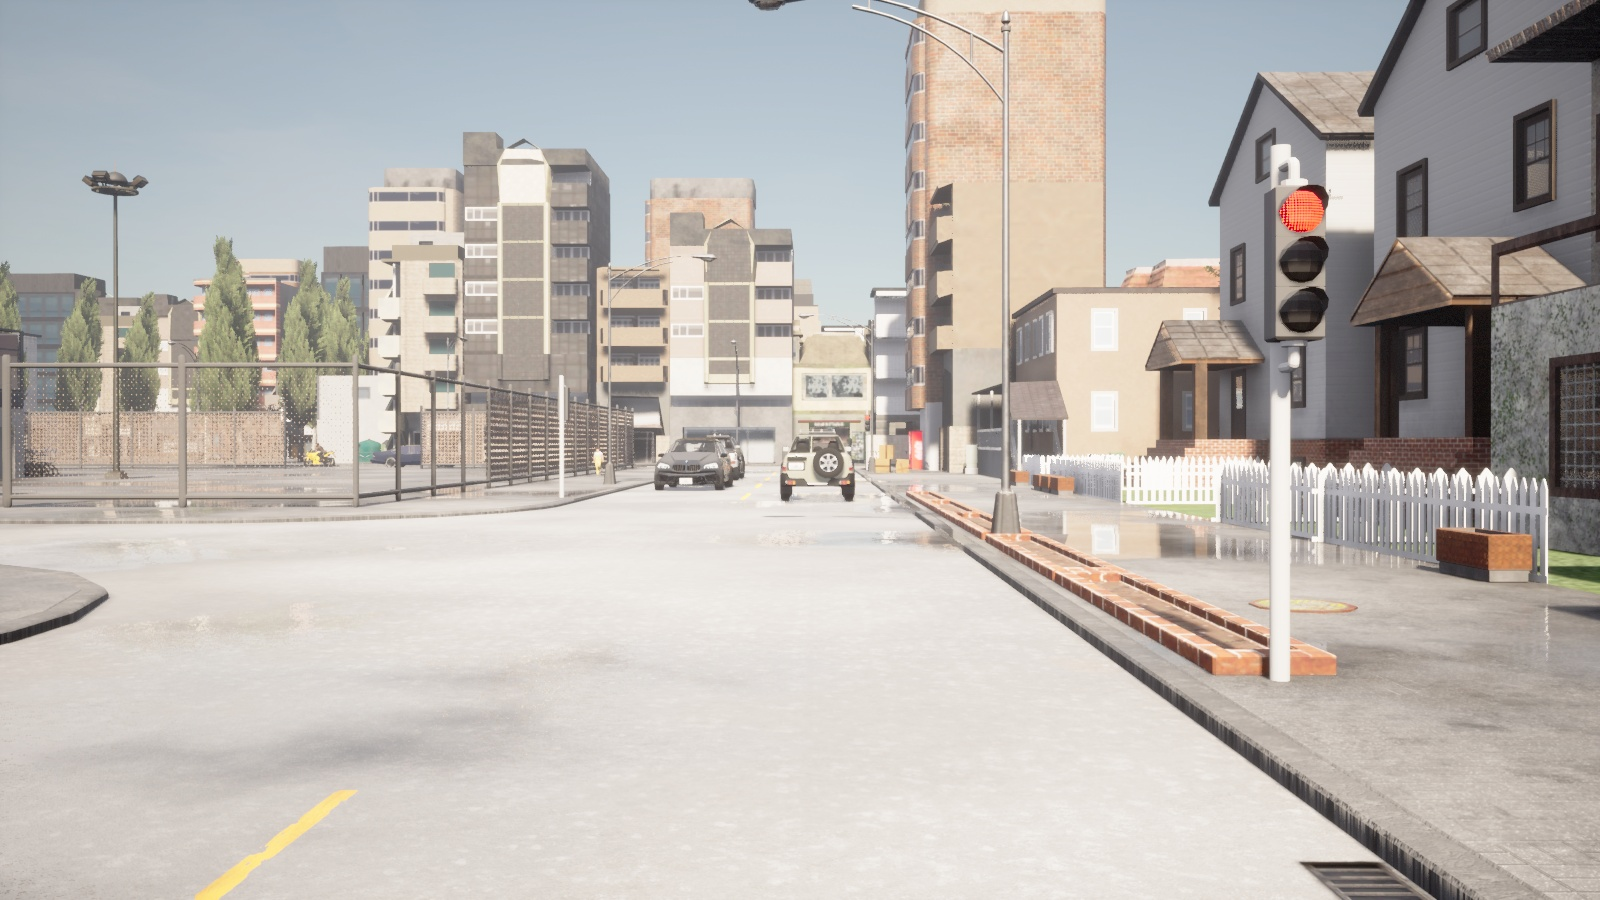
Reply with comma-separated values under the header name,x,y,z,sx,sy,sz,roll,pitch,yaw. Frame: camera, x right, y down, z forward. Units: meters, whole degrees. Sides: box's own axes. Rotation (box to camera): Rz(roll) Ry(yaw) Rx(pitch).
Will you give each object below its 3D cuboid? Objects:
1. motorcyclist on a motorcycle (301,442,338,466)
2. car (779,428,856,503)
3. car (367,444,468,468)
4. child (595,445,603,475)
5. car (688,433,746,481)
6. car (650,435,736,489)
name,x,y,z,sx,sy,sz,roll,pitch,yaw
motorcyclist on a motorcycle,-30.227,0.258,78.965,2.044,1.523,0.797,0,0,1
car,0.458,0.374,33.617,1.932,1.855,4.605,0,0,1
car,-22.766,0.353,74.878,5.357,1.411,2.033,0,0,1
child,-8.602,0.426,53.725,0.270,1.263,0.437,0,0,5
car,-3.313,0.273,50.980,1.932,1.855,4.605,0,0,2
car,-3.419,0.357,41.005,2.242,1.667,4.611,0,0,2
